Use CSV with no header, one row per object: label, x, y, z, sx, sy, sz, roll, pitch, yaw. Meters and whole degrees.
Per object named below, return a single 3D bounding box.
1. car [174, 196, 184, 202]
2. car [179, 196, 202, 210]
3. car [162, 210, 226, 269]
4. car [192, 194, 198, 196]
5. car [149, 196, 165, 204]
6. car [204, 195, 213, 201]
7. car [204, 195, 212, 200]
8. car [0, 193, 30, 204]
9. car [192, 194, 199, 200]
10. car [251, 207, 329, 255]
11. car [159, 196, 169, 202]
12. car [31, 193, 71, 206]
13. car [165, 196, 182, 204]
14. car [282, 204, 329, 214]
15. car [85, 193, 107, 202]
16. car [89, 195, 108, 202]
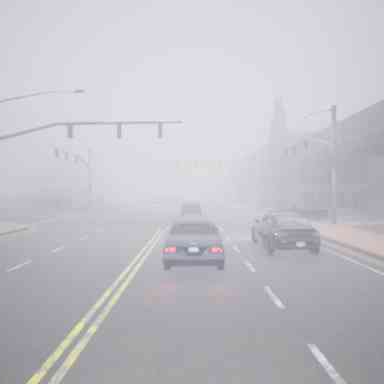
car,-2.984,1.569,78.074,1.994,1.385,4.181,0,0,2
car,-0.063,1.485,32.945,1.882,1.535,5.008,0,0,0
car,0.059,1.550,11.144,2.033,1.411,5.357,0,0,0
car,0.591,1.541,80.901,1.812,1.442,4.674,0,0,2
car,-6.919,1.507,62.688,2.128,1.511,4.902,0,0,2
car,4.098,1.568,81.121,1.994,1.385,4.181,0,0,2
car,4.355,1.491,90.912,1.994,1.385,4.181,0,0,2
car,-38.964,1.173,73.282,4.605,1.855,1.932,0,0,0
car,0.856,1.439,91.002,1.837,1.490,4.892,0,0,2
car,3.563,1.528,13.184,1.812,1.442,4.674,0,0,0
car,-6.482,1.569,78.199,1.994,1.385,4.181,0,0,2
car,-21.474,1.166,50.775,4.605,1.855,1.932,0,0,0
car,-3.416,1.616,62.528,1.895,1.301,4.718,0,0,2
car,8.706,1.607,26.937,4.718,1.301,1.895,0,0,-20
car,-21.444,1.175,73.292,3.866,1.878,1.905,0,0,0
car,-21.432,1.415,76.188,3.806,1.475,1.970,0,0,0
